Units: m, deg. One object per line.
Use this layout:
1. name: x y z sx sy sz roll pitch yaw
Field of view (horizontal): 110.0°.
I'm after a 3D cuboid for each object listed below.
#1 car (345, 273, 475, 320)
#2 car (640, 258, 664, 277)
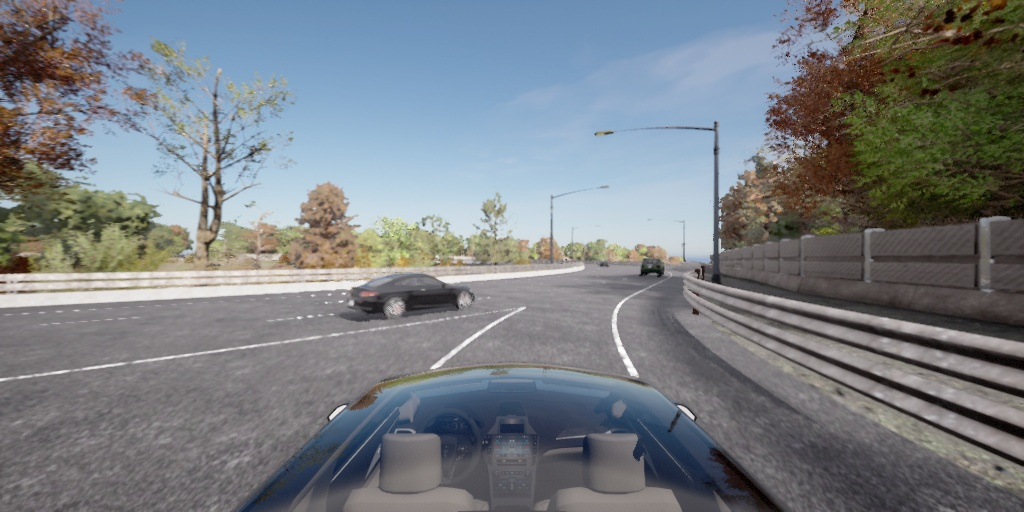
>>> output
1. car: -3.476 1.318 12.903 1.812 1.442 4.674 0 0 43
2. car: 15.932 1.263 40.706 2.150 2.045 5.566 0 0 27
